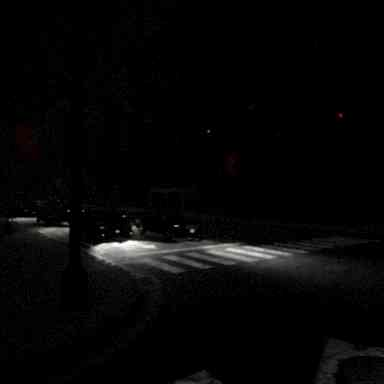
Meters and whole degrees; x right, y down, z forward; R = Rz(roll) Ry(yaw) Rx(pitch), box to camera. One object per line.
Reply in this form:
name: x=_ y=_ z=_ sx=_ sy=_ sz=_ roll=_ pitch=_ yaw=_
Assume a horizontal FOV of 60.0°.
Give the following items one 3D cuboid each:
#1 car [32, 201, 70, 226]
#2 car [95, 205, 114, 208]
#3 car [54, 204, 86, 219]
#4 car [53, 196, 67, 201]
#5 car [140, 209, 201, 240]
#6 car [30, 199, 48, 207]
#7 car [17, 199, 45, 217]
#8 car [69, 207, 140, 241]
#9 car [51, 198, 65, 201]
car: x=-10.813 y=1.704 z=26.134 sx=1.882 sy=1.535 sz=5.008 roll=1 pitch=-1 yaw=-36
car: x=-6.835 y=1.789 z=26.165 sx=1.812 sy=1.442 sz=4.674 roll=1 pitch=-1 yaw=-36
car: x=-12.554 y=1.917 z=34.125 sx=1.895 sy=1.301 sz=4.718 roll=1 pitch=-1 yaw=-36
car: x=-25.481 y=1.807 z=63.594 sx=2.150 sy=2.045 sz=5.566 roll=1 pitch=-1 yaw=-36
car: x=-1.420 y=1.704 z=18.652 sx=2.128 sy=1.511 sz=4.902 roll=1 pitch=-1 yaw=-36
car: x=-28.767 y=2.032 z=62.589 sx=2.128 sy=1.511 sz=4.902 roll=1 pitch=-1 yaw=-36
car: x=-16.883 y=1.788 z=34.594 sx=1.837 sy=1.490 sz=4.892 roll=1 pitch=-1 yaw=-35
car: x=-4.759 y=1.733 z=17.702 sx=1.994 sy=1.385 sz=4.181 roll=1 pitch=-1 yaw=-36
car: x=-22.694 y=2.087 z=54.138 sx=1.895 sy=1.301 sz=4.718 roll=1 pitch=-1 yaw=-36
